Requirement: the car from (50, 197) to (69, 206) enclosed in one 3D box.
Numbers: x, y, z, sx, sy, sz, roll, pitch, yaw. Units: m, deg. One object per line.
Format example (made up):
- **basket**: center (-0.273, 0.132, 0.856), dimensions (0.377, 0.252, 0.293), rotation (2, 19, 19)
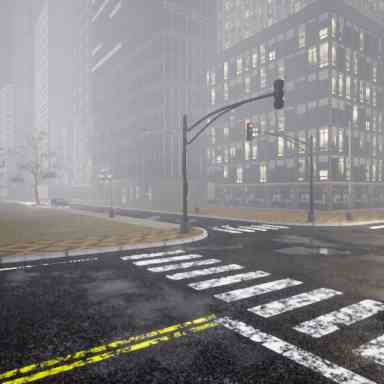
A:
- **car**: center (-21.667, 1.553, 54.250), dimensions (2.033, 1.411, 5.357), rotation (0, 0, -35)
